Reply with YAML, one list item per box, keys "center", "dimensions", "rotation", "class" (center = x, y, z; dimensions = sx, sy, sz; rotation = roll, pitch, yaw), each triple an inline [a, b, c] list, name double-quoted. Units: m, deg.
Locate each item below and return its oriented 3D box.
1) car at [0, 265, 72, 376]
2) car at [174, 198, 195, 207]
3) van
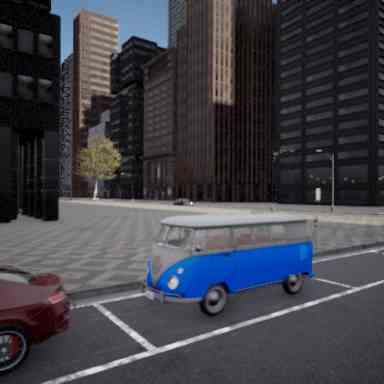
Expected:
- center: [-3.681, 1.576, 4.024]
  dimensions: [4.206, 1.307, 1.802]
  rotation: [1, 0, -35]
  class: "car"
- center: [-1.441, 1.904, 60.282]
  dimensions: [2.128, 1.511, 4.902]
  rotation: [0, -1, -35]
  class: "car"
- center: [0.942, 1.382, 7.322]
  dimensions: [3.998, 1.788, 1.690]
  rotation: [1, 0, -35]
  class: "van"
